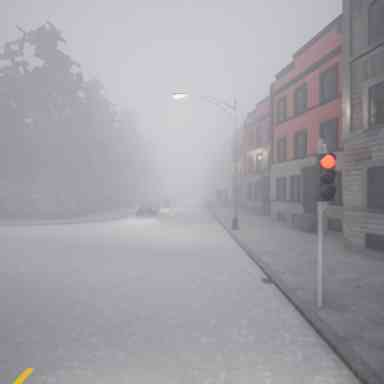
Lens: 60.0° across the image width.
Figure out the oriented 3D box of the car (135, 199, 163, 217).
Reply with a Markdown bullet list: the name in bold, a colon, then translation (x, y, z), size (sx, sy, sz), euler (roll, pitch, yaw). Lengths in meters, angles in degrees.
- **car**: translation (-4.125, 1.591, 31.318), size (1.895, 1.301, 4.718), euler (0, 0, 0)

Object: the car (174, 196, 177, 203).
- **car**: translation (-4.062, 1.526, 67.762), size (2.033, 1.411, 5.357), euler (0, 0, 0)

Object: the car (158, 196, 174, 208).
- **car**: translation (-4.125, 1.477, 47.759), size (2.128, 1.511, 4.902), euler (0, 0, 0)
